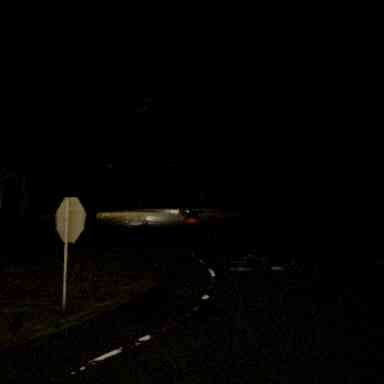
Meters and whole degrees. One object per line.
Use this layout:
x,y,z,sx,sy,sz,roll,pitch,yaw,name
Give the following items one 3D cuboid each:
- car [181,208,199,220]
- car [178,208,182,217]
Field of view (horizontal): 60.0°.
-0.102,3.452,51.386,1.837,1.490,4.892,1,-2,-8,car
-1.181,3.521,58.317,2.097,1.767,4.553,1,-2,-9,car
